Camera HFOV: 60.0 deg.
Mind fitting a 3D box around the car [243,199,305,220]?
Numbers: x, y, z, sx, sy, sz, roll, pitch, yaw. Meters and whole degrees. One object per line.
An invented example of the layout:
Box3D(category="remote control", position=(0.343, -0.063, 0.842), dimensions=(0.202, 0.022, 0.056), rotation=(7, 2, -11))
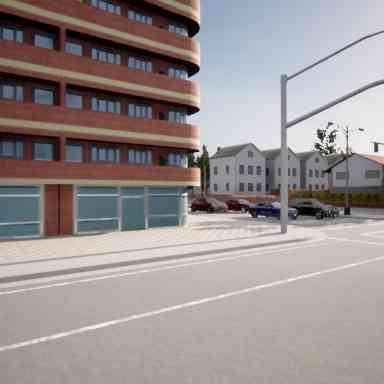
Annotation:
Box3D(category="car", position=(6.823, 1.526, 28.204), dimensions=(1.812, 1.442, 4.674), rotation=(0, 0, -35))

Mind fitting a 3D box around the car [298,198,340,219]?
Box3D(category="car", position=(10.457, 1.352, 29.098), dimensions=(2.097, 1.767, 4.553), rotation=(0, 0, -35))

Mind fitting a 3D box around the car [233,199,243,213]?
Box3D(category="car", position=(5.203, 1.478, 36.672), dimensions=(1.882, 1.535, 5.008), rotation=(0, 0, -35))

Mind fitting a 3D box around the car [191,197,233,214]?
Box3D(category="car", position=(1.814, 1.352, 35.416), dimensions=(2.097, 1.767, 4.553), rotation=(0, 0, -34))
